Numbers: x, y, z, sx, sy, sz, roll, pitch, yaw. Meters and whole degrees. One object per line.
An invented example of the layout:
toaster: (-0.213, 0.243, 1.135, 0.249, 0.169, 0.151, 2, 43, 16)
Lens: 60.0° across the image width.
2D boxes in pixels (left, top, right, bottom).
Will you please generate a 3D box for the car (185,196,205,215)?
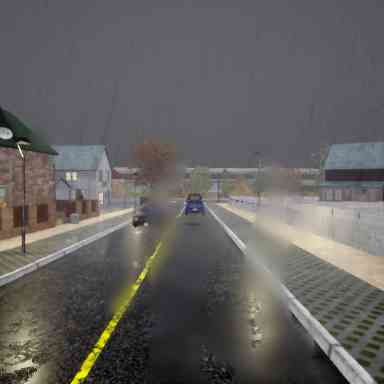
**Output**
car: (0.292, 1.469, 33.715, 1.882, 1.535, 5.008, 0, 0, 0)

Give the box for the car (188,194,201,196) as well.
car: (0.350, 1.221, 44.249, 2.150, 2.045, 5.566, 0, 0, 0)

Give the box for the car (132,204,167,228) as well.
car: (-2.719, 1.538, 22.471, 2.033, 1.411, 5.357, 0, 0, 0)
